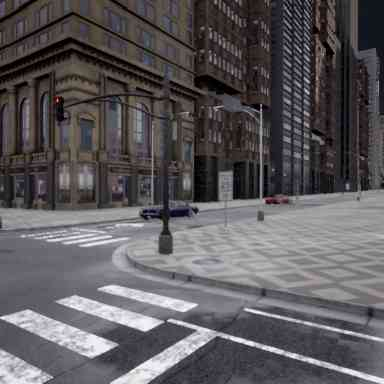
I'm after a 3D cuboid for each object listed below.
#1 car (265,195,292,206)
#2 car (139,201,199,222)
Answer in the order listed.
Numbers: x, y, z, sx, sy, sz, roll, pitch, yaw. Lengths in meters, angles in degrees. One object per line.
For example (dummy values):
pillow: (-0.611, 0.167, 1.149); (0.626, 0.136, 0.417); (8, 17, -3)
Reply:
car: (10.608, 1.036, 40.638); (1.895, 1.301, 4.718); (0, 1, 36)
car: (-1.548, 1.316, 23.595); (1.895, 1.301, 4.718); (0, 1, 35)
